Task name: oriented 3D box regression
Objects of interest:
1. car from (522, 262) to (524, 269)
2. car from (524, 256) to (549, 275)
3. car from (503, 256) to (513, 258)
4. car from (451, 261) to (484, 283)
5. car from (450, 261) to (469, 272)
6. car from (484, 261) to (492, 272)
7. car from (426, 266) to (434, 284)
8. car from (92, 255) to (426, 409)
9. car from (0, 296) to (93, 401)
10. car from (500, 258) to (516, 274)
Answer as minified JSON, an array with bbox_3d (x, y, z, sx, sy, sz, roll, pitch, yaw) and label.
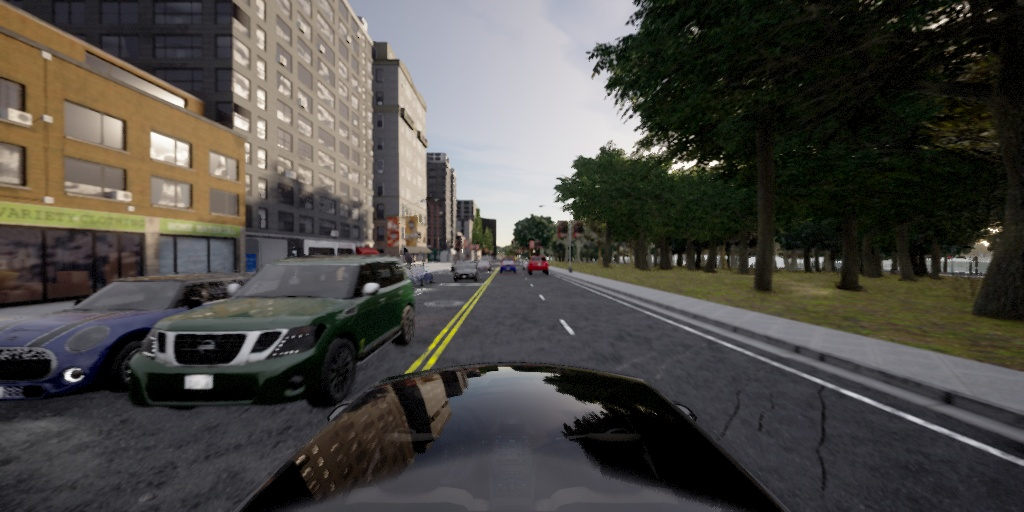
[{"bbox_3d":[2.635,1.371,55.453,1.812,1.442,4.674,0,0,-1],"label":"car"},{"bbox_3d":[2.902,1.032,40.758,2.150,2.045,5.566,0,-1,0],"label":"car"},{"bbox_3d":[-0.607,1.082,54.617,2.150,2.045,5.566,0,0,-1],"label":"car"},{"bbox_3d":[-3.629,1.334,29.491,1.837,1.490,4.892,0,-1,0],"label":"car"},{"bbox_3d":[-7.039,1.392,48.554,1.837,1.490,4.892,0,-1,0],"label":"car"},{"bbox_3d":[-3.790,1.407,49.127,1.812,1.442,4.674,0,0,-1],"label":"car"},{"bbox_3d":[-6.846,1.360,25.635,1.812,1.442,4.674,0,0,-1],"label":"car"},{"bbox_3d":[-3.384,0.999,6.605,2.150,2.045,5.566,0,0,-1],"label":"car"},{"bbox_3d":[-6.636,1.147,6.802,2.097,1.767,4.553,0,0,-1],"label":"car"},{"bbox_3d":[-0.480,1.319,44.167,1.882,1.535,5.008,0,0,-1],"label":"car"}]
